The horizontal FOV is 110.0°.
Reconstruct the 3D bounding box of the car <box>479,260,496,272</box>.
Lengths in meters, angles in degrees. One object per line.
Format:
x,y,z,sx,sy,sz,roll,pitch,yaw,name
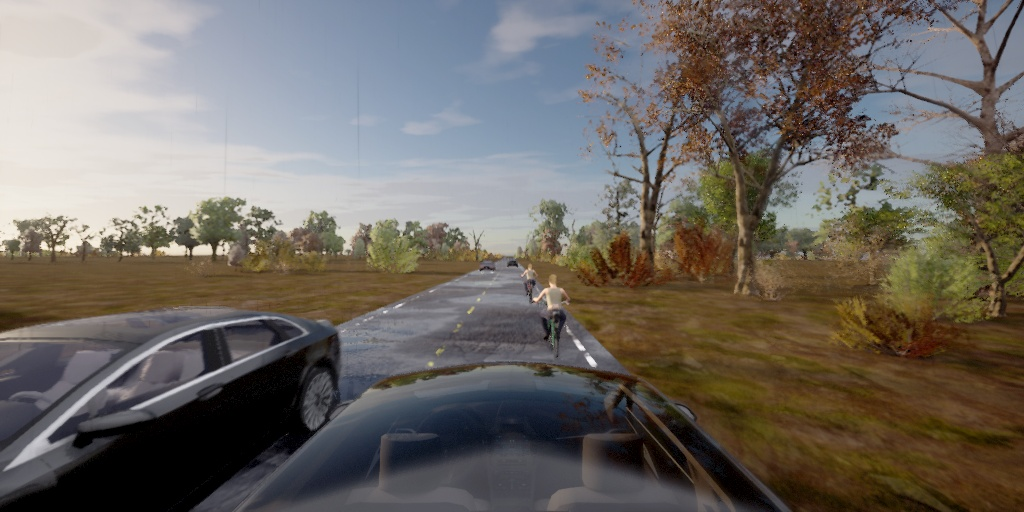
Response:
-3.101,1.265,45.873,1.994,1.385,4.181,0,0,0,car

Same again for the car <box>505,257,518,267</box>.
0.096,1.187,62.380,1.837,1.490,4.892,0,0,0,car

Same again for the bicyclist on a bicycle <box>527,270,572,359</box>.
0.843,1.178,7.405,0.866,1.612,1.509,-1,0,-1,bicyclist on a bicycle

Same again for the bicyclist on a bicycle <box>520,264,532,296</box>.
0.822,1.168,16.466,0.866,1.612,1.509,-1,0,0,bicyclist on a bicycle

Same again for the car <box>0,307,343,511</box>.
-3.100,1.240,2.690,2.128,1.511,4.902,0,0,0,car
